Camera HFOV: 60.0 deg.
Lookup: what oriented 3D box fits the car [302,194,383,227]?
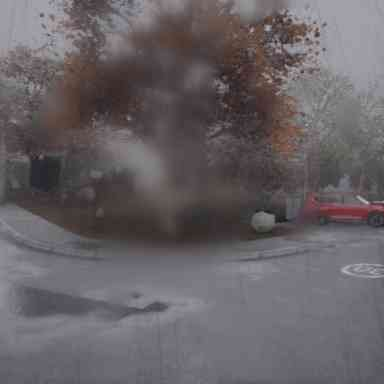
[{"bbox_3d":[10.082,1.128,21.680,5.566,2.045,2.435,-1,-1,31],"label":"car"}]
